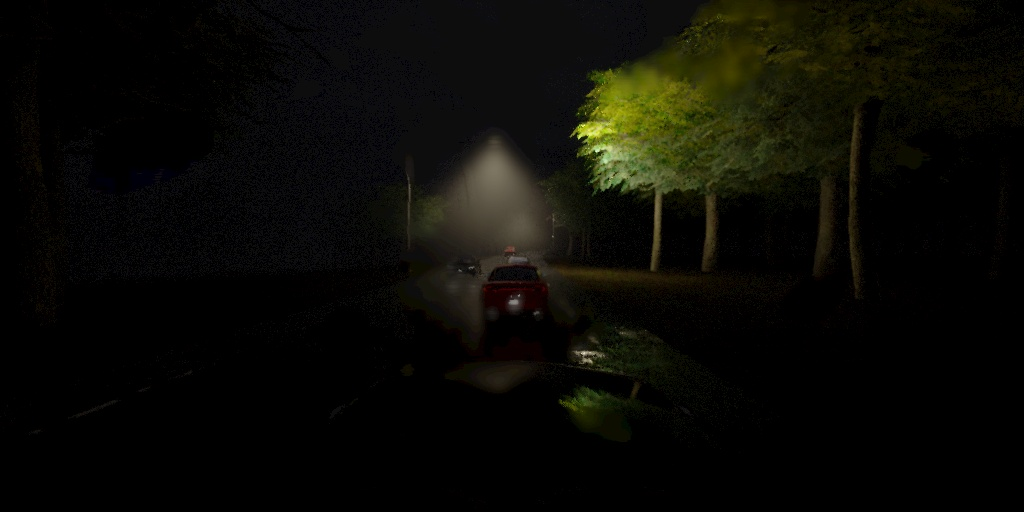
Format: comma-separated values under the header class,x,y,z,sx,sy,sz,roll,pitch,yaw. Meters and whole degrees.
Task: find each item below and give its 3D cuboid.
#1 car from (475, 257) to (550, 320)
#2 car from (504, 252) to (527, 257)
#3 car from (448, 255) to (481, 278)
class,x,y,z,sx,sy,sz,roll,pitch,yaw
car,0.135,0.973,11.516,1.882,1.535,5.008,0,1,1
car,0.486,0.645,26.931,2.033,1.411,5.357,0,2,2
car,-3.168,0.667,25.152,1.812,1.442,4.674,0,1,2
